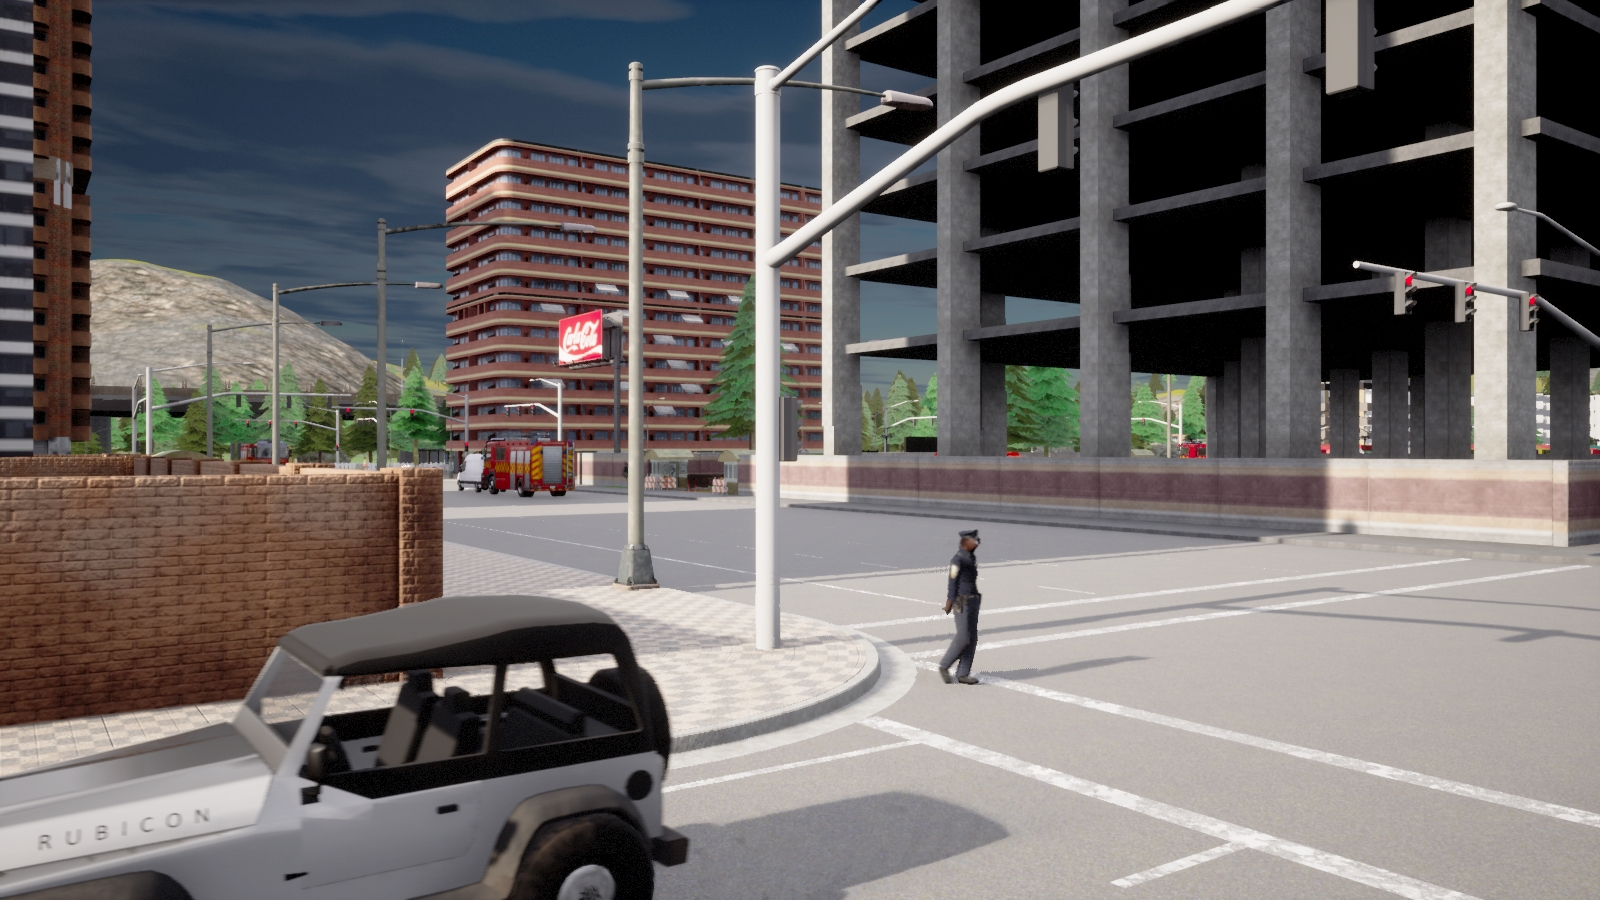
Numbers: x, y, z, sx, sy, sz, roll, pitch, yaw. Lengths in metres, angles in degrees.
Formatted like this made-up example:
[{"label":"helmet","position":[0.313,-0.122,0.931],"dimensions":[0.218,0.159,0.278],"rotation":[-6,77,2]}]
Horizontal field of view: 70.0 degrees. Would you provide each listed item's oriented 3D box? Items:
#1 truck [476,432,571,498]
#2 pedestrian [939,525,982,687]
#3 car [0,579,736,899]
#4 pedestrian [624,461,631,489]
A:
[{"label":"truck","position":[-17.186,0.889,70.593],"dimensions":[2.891,3.827,8.468],"rotation":[0,0,-34]},{"label":"pedestrian","position":[1.913,1.848,13.643],"dimensions":[0.375,1.860,0.375],"rotation":[0,0,37]},{"label":"car","position":[-2.497,1.857,6.269],"dimensions":[3.866,1.878,1.905],"rotation":[0,0,-35]},{"label":"pedestrian","position":[-11.666,1.694,77.344],"dimensions":[0.375,1.860,0.375],"rotation":[0,0,-32]}]
